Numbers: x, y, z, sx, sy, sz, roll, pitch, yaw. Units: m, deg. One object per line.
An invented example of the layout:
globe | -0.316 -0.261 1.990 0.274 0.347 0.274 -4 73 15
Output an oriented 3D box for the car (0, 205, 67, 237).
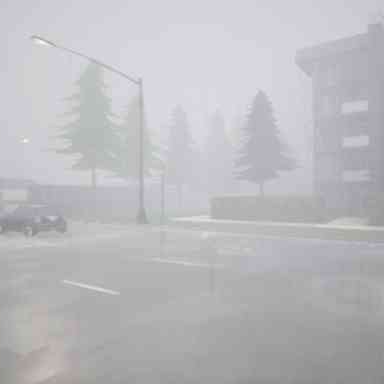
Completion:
car | -9.312 1.520 19.232 4.553 1.767 2.097 -1 0 34
